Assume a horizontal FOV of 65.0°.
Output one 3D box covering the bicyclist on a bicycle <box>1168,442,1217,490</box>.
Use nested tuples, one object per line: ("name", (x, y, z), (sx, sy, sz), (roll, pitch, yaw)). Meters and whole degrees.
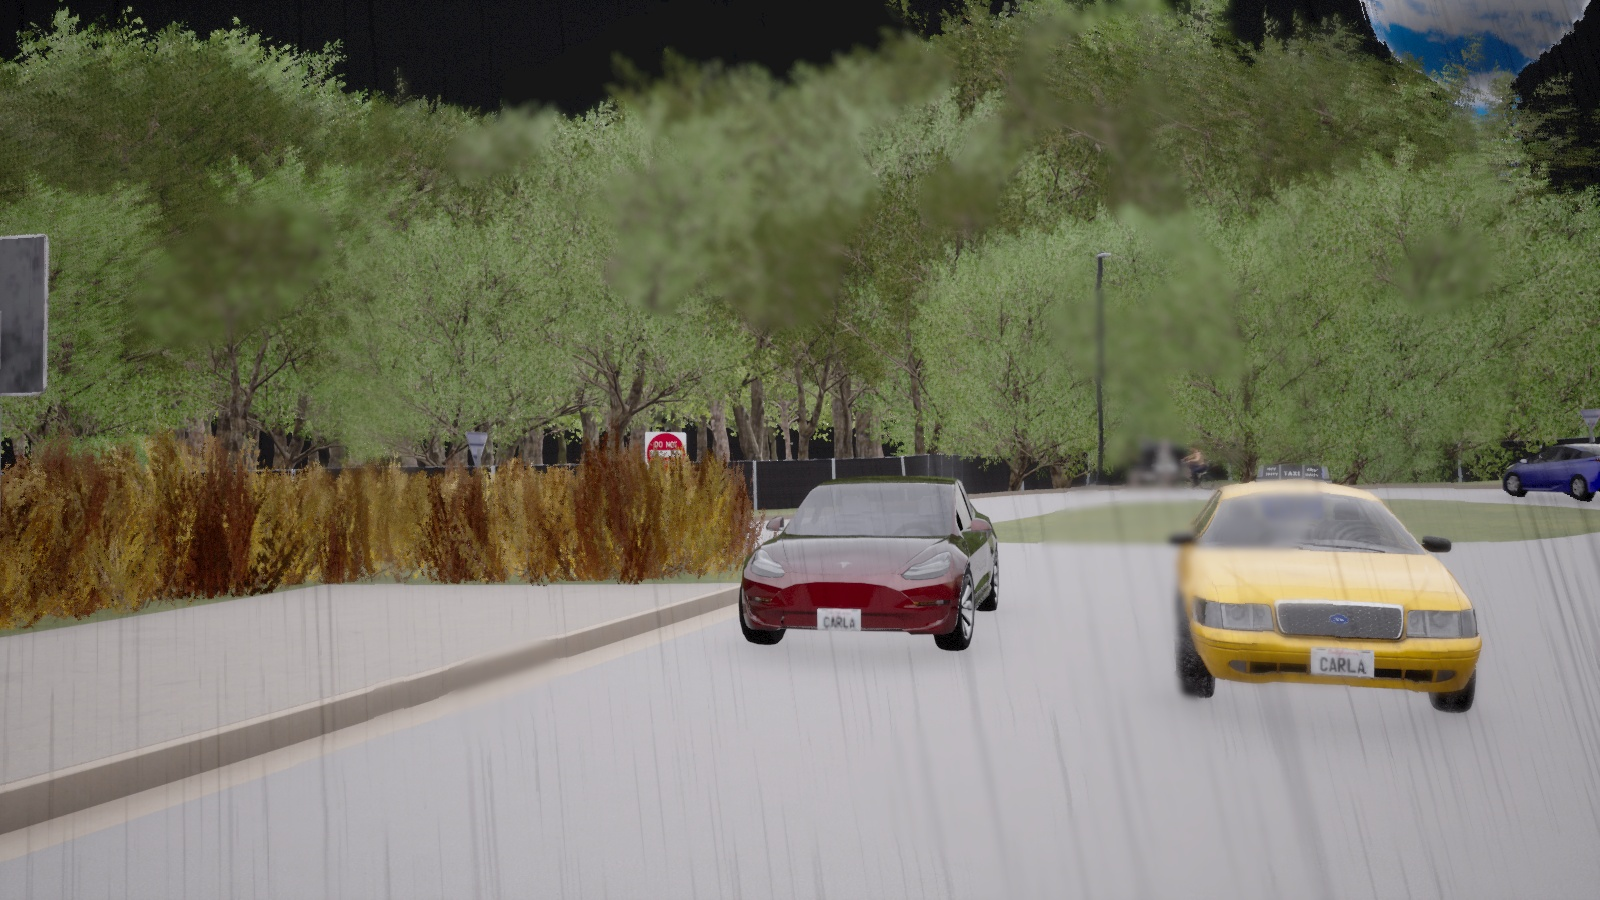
("bicyclist on a bicycle", (13.652, 0.554, 43.738), (1.509, 1.612, 0.866), (-2, 1, 11))

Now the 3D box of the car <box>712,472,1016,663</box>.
("car", (0.887, 0.986, 12.515), (2.163, 1.488, 4.792), (-1, -1, 13))

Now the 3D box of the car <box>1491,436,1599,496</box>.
("car", (21.548, 0.384, 34.918), (2.007, 1.525, 4.514), (-2, 0, -2))

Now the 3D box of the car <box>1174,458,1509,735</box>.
("car", (3.950, 0.863, 10.039), (1.801, 1.575, 5.366), (0, 0, 16))
